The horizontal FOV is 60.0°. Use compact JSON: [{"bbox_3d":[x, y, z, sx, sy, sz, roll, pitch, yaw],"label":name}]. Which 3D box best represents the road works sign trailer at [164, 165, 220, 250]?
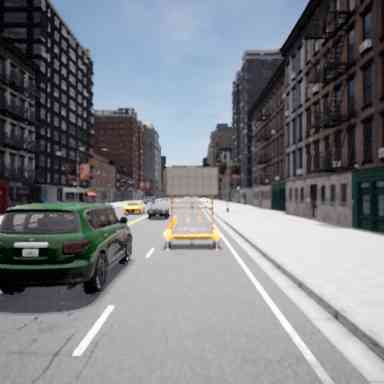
[{"bbox_3d":[0.010,0.585,14.846,2.380,3.560,2.880,0,0,0],"label":"road works sign trailer"}]

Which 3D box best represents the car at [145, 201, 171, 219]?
[{"bbox_3d":[-3.129,1.868,32.537,1.895,1.301,4.718,0,0,0],"label":"car"}]

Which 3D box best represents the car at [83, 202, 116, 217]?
[{"bbox_3d":[-9.827,1.845,35.832,2.033,1.411,5.357,0,0,0],"label":"car"}]

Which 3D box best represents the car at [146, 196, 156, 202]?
[{"bbox_3d":[-9.707,1.859,77.236,2.150,2.045,5.566,0,0,0],"label":"car"}]

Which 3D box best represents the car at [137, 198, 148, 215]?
[{"bbox_3d":[-6.572,1.792,38.001,1.882,1.535,5.008,0,0,0],"label":"car"}]

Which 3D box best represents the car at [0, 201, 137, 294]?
[{"bbox_3d":[-3.141,1.298,9.163,2.150,2.045,5.566,0,0,0],"label":"car"}]
